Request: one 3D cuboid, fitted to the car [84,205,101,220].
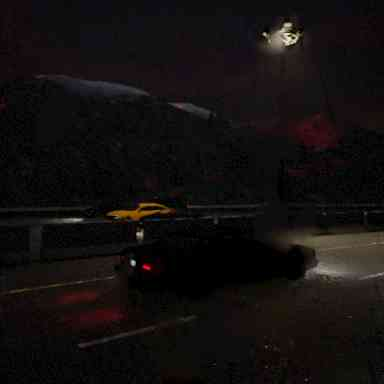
[{"bbox_3d":[-7.032,1.599,28.468,4.181,1.385,1.994,1,0,-32],"label":"car"}]

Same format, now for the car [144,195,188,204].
[{"bbox_3d":[-2.866,1.288,26.947,5.566,2.045,2.150,1,0,-31],"label":"car"}]

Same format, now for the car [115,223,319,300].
[{"bbox_3d":[0.843,1.582,8.443,5.357,1.411,2.033,1,0,-33],"label":"car"}]

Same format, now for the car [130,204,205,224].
[{"bbox_3d":[-1.177,1.620,19.756,4.181,1.385,1.994,1,0,-32],"label":"car"}]

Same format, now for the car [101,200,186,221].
[{"bbox_3d":[-3.256,1.525,22.593,5.008,1.535,1.882,1,0,-31],"label":"car"}]
